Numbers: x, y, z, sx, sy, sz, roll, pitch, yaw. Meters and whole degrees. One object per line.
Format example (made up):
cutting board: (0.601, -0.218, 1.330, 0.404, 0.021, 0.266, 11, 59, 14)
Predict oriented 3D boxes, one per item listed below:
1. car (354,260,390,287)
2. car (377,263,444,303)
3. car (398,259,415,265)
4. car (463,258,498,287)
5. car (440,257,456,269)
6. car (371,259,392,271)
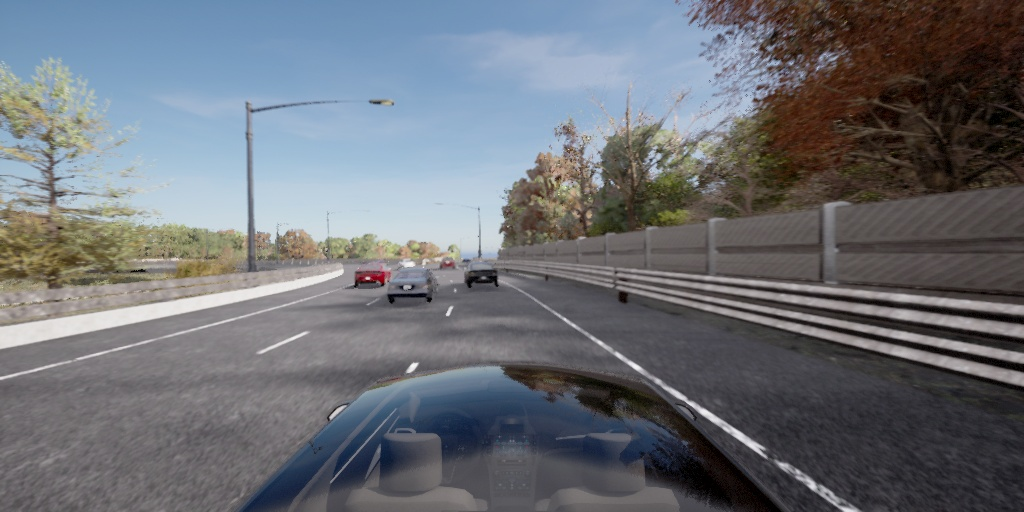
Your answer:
car: (-9.446, 1.231, 24.666, 1.882, 1.535, 5.008, -1, 0, -12)
car: (-4.493, 1.274, 16.742, 2.033, 1.411, 5.357, -1, 0, -8)
car: (-15.038, 1.201, 51.133, 1.812, 1.442, 4.674, -1, 1, -27)
car: (-2.080, 1.125, 23.458, 1.882, 1.535, 5.008, -1, 0, -10)
car: (-9.236, 0.936, 51.420, 2.097, 1.767, 4.553, -1, 0, -11)
car: (-18.000, 1.226, 49.242, 2.128, 1.511, 4.902, -1, 1, -27)
